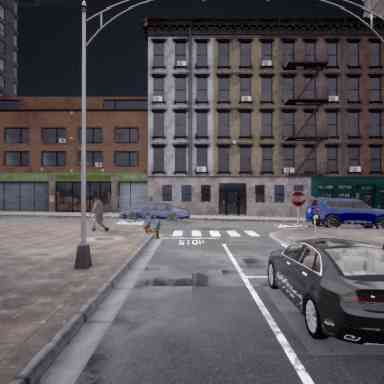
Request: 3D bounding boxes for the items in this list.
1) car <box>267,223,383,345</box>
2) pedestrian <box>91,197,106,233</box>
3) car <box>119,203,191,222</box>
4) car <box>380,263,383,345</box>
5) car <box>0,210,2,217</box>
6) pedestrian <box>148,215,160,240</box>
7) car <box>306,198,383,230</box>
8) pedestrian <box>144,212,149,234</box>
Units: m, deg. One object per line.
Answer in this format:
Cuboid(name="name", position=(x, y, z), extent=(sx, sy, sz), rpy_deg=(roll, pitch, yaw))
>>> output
Cuboid(name="car", position=(2.638, 1.552, 6.349), extent=(2.008, 1.369, 4.403), rpy_deg=(0, 0, 0))
Cuboid(name="pedestrian", position=(-4.748, 1.102, 16.869), extent=(0.375, 1.860, 0.375), rpy_deg=(0, 0, 0))
Cuboid(name="car", position=(-2.776, 1.533, 25.480), extent=(5.357, 1.411, 2.033), rpy_deg=(1, 0, 0))
Cuboid(name="car", position=(2.644, 1.440, 0.845), extent=(1.967, 1.590, 4.097), rpy_deg=(0, 0, 0))
Cuboid(name="car", position=(-15.458, 1.246, 22.574), extent=(4.674, 1.442, 1.812), rpy_deg=(1, 0, 0))
Cuboid(name="pedestrian", position=(-1.648, 1.676, 15.668), extent=(0.500, 1.100, 0.500), rpy_deg=(0, 0, 0))
Cuboid(name="car", position=(10.600, 1.476, 22.489), extent=(5.566, 2.045, 2.150), rpy_deg=(1, 0, 0))
Cuboid(name="pedestrian", position=(-2.102, 1.523, 16.263), extent=(0.500, 1.100, 0.500), rpy_deg=(0, 0, 0))
